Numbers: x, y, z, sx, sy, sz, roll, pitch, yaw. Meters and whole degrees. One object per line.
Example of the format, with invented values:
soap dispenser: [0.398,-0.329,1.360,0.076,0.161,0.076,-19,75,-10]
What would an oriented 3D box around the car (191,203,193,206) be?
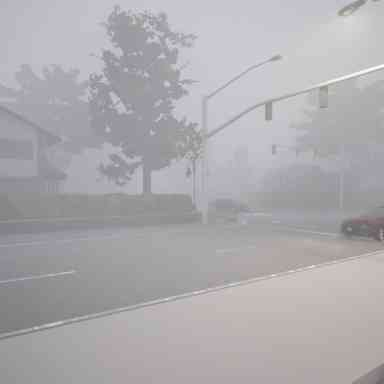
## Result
car: [-1.823,1.241,43.779,2.097,1.767,4.553,0,0,-36]

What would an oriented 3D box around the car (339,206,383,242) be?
car: [9.475,1.439,16.221,5.008,1.535,1.882,0,-1,-24]

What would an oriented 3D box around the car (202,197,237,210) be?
car: [3.455,1.418,42.841,1.812,1.442,4.674,0,0,-36]

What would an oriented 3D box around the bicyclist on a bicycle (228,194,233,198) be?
bicyclist on a bicycle: [5.860,1.176,51.028,1.656,1.620,0.582,0,0,-36]

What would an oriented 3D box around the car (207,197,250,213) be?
car: [4.081,1.416,35.739,1.837,1.490,4.892,0,0,-36]
